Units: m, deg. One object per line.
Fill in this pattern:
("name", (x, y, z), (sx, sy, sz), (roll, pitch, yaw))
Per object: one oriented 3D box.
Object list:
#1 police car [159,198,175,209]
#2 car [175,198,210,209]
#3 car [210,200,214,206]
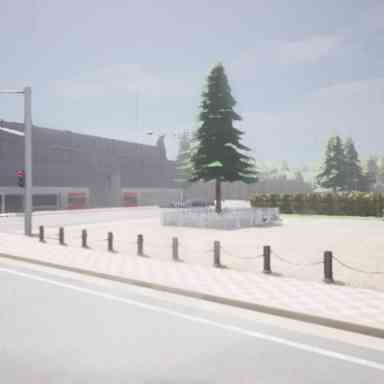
("police car", (-3.188, 1.819, 52.092), (2.038, 1.542, 4.974), (-1, 0, 36))
("car", (0.100, 1.773, 50.799), (2.128, 1.511, 4.902), (-1, 0, 36))
("car", (2.185, 1.878, 59.587), (1.994, 1.385, 4.181), (-1, 0, 36))
